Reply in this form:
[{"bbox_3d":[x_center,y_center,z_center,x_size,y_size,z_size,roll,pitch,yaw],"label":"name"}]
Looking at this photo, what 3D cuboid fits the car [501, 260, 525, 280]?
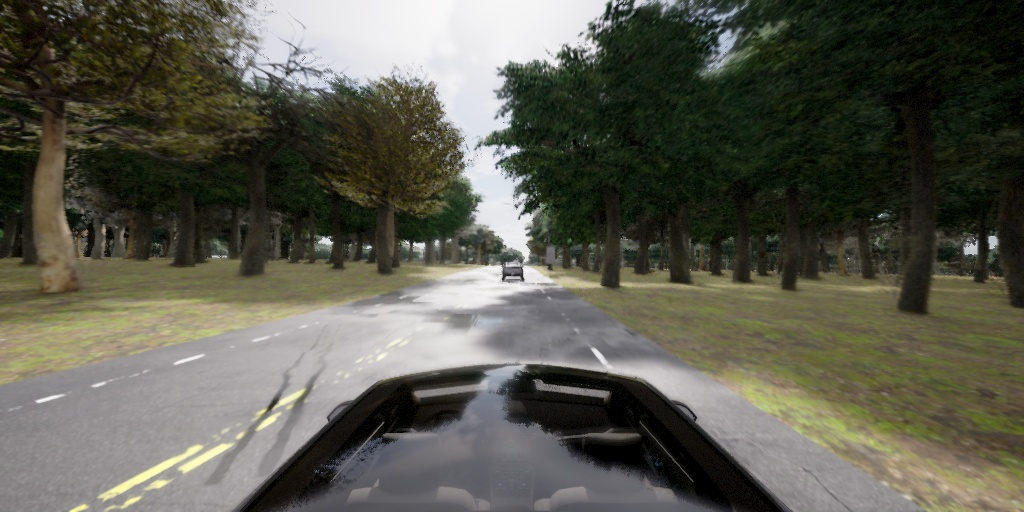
[{"bbox_3d":[0.089,1.278,31.513,2.128,1.511,4.902,0,0,0],"label":"car"}]
